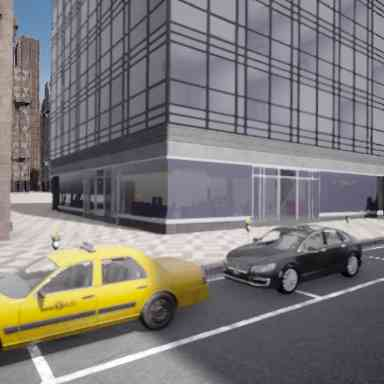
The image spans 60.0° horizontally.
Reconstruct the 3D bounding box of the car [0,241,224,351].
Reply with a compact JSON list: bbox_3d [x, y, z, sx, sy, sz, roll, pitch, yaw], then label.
[{"bbox_3d":[-1.943,1.528,5.369,4.829,1.417,1.752,0,1,-35],"label":"car"}]

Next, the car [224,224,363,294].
[{"bbox_3d":[2.774,1.567,8.735,4.403,1.369,2.008,0,1,-35],"label":"car"}]
